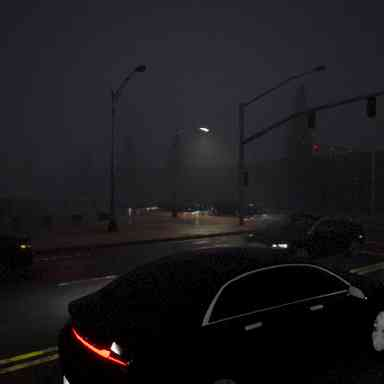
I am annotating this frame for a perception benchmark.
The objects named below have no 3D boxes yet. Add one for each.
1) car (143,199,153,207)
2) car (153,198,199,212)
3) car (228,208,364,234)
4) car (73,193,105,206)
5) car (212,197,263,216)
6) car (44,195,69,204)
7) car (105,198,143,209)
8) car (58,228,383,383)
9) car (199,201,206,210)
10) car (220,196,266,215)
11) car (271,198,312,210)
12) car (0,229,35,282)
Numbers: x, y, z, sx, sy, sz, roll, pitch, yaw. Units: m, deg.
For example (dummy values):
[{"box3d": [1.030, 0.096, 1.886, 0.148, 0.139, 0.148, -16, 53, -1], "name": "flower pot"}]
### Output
[{"box3d": [-7.659, 1.564, 48.762, 4.181, 1.385, 1.994, 0, 0, 35], "name": "car"}, {"box3d": [-1.964, 1.547, 38.708, 2.033, 1.411, 5.357, 0, 0, -39], "name": "car"}, {"box3d": [3.795, 1.491, 11.005, 4.902, 1.511, 2.128, 0, 0, -36], "name": "car"}, {"box3d": [-16.664, 1.221, 54.051, 5.566, 2.045, 2.150, 0, 0, 20], "name": "car"}, {"box3d": [3.840, 1.505, 30.883, 1.837, 1.490, 4.892, 0, 0, -36], "name": "car"}, {"box3d": [-26.167, 1.352, 63.841, 4.553, 1.767, 2.097, 0, 0, 9], "name": "car"}, {"box3d": [-9.429, 1.526, 45.785, 4.674, 1.442, 1.812, 0, 0, 36], "name": "car"}, {"box3d": [0.858, 1.505, 4.408, 4.892, 1.490, 1.837, 0, 0, -35], "name": "car"}, {"box3d": [-0.311, 1.505, 41.936, 1.837, 1.490, 4.892, 0, 0, -41], "name": "car"}, {"box3d": [5.280, 1.352, 34.786, 2.097, 1.767, 4.553, 0, 0, -37], "name": "car"}, {"box3d": [11.417, 1.477, 38.534, 1.882, 1.535, 5.008, 0, 0, -35], "name": "car"}, {"box3d": [-6.369, 1.526, 8.029, 4.674, 1.442, 1.812, 0, 0, -36], "name": "car"}]
